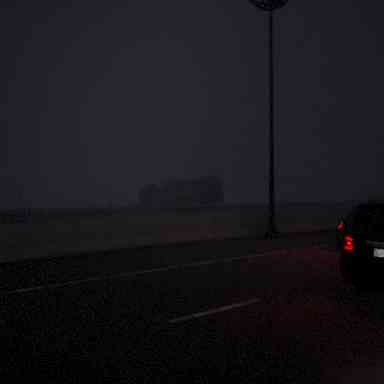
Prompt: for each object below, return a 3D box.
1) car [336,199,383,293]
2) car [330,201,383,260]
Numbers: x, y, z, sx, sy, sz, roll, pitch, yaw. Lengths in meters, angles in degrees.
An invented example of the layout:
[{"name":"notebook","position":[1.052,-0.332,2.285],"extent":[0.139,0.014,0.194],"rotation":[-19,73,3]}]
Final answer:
[{"name":"car","position":[5.662,1.155,7.301],"extent":[5.566,2.045,2.150],"rotation":[-1,0,-31]},{"name":"car","position":[7.573,1.250,12.391],"extent":[4.553,1.767,2.097],"rotation":[-1,0,-29]}]
